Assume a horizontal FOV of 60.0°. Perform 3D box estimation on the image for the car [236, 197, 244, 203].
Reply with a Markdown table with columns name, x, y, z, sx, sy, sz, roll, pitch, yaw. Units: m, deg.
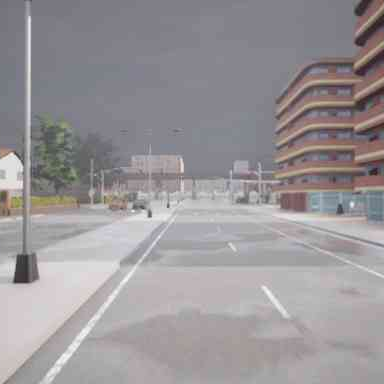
| name | x | y | z | sx | sy | sz | roll | pitch | yaw |
| --- | --- | --- | --- | --- | --- | --- | --- | --- | --- |
| car | 13.190 | 2.136 | 89.862 | 2.242 | 1.667 | 4.611 | 0 | -1 | 0 |

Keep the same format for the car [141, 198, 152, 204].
| name | x | y | z | sx | sy | sz | roll | pitch | yaw |
| --- | --- | --- | --- | --- | --- | --- | --- | --- | --- |
| car | -11.519 | 2.314 | 84.336 | 2.128 | 1.511 | 4.902 | 0 | -1 | 0 |

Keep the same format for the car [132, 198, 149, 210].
| name | x | y | z | sx | sy | sz | roll | pitch | yaw |
| --- | --- | --- | --- | --- | --- | --- | --- | --- | --- |
| car | -8.015 | 1.995 | 51.434 | 1.837 | 1.490 | 4.892 | 0 | -1 | 0 |

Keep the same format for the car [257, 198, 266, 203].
| name | x | y | z | sx | sy | sz | roll | pitch | yaw |
| --- | --- | --- | --- | --- | --- | --- | --- | --- | --- |
| car | 18.934 | 2.304 | 90.624 | 1.970 | 1.475 | 3.806 | 0 | -1 | 0 |

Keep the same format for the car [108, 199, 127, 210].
| name | x | y | z | sx | sy | sz | roll | pitch | yaw |
| --- | --- | --- | --- | --- | --- | --- | --- | --- | --- |
| car | -11.514 | 1.834 | 51.665 | 2.097 | 1.767 | 4.553 | 0 | 0 | 0 |
